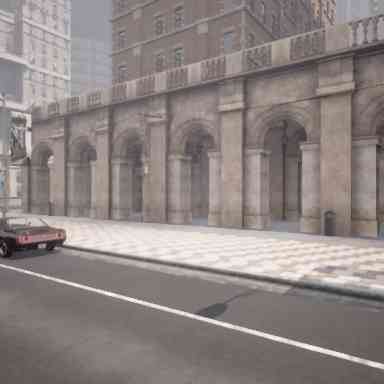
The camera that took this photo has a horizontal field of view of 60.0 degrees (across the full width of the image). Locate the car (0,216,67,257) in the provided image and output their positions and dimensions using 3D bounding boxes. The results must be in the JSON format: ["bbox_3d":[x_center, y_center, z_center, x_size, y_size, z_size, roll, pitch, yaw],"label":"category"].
[{"bbox_3d":[-7.029,1.593,12.874,4.718,1.301,1.895,0,0,35],"label":"car"}]
